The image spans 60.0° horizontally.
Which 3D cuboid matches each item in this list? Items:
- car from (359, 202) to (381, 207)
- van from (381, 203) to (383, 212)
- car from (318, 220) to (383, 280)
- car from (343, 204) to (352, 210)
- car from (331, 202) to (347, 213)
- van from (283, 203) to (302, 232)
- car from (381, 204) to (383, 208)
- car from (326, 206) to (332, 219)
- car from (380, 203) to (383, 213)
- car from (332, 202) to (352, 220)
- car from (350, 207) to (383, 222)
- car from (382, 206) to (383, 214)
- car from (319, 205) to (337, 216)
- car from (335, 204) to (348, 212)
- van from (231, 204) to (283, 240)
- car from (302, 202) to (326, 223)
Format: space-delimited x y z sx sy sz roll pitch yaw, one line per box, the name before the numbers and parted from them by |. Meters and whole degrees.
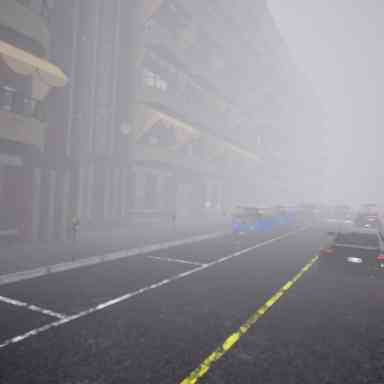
car | 22.144 2.311 41.380 2.150 2.045 5.566 2 -1 29
van | 42.388 3.461 72.877 1.690 1.788 3.998 3 0 29
car | 5.303 1.821 10.603 1.994 1.385 4.181 2 -1 29
car | 38.198 3.661 81.556 1.802 1.307 4.206 3 0 29
car | 27.548 2.803 62.179 2.192 1.841 5.009 3 0 29
van | 6.219 1.737 23.431 1.690 1.788 3.998 3 0 29
car | 23.725 2.434 38.966 2.192 1.841 5.009 3 0 29
car | 14.219 2.109 37.961 2.192 1.841 5.009 3 0 29
car | 39.723 3.286 68.033 2.192 1.841 5.009 3 0 29
car | 17.495 2.260 38.682 2.097 1.767 4.553 2 -1 29
car | 13.340 2.150 25.198 1.837 1.490 4.892 2 -1 29
car | 34.377 3.261 58.344 1.802 1.307 4.206 3 0 29
car | 19.538 2.631 47.650 1.947 1.339 4.313 3 0 29
car | 30.202 3.177 67.023 1.887 1.381 4.507 3 0 29
van | 3.552 1.607 18.586 1.690 1.788 3.998 3 0 29
car | 11.553 1.975 33.118 2.192 1.841 5.009 3 0 29
